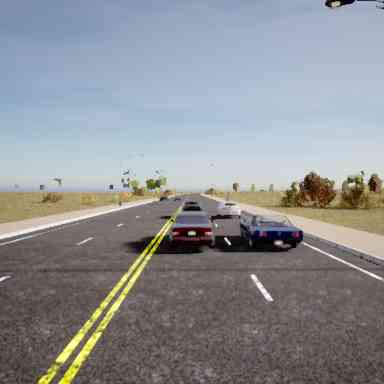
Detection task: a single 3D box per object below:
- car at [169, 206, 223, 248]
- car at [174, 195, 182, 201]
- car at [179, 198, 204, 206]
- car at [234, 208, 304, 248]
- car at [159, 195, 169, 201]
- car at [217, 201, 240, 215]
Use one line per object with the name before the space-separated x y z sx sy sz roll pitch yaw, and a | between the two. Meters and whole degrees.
car | 0.000 1.560 14.650 2.033 1.411 5.357 0 0 0
car | -3.250 1.437 77.467 2.033 1.411 5.357 0 0 0
car | 0.000 1.505 29.650 1.837 1.490 4.892 0 0 0
car | 3.250 1.613 14.681 1.895 1.301 4.718 0 0 0
car | -6.500 1.449 77.467 1.994 1.385 4.181 0 0 0
car | 3.250 1.521 29.651 1.812 1.442 4.674 0 0 0
